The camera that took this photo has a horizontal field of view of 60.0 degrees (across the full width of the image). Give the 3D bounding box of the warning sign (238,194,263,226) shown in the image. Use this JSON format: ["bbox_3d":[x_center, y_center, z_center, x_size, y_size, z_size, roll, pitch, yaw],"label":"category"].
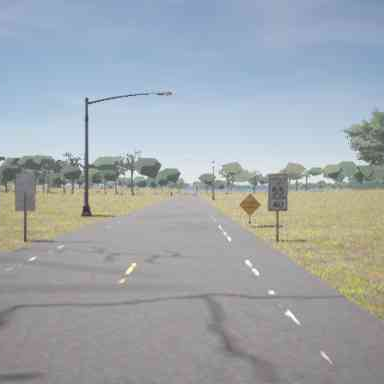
[{"bbox_3d":[3.570,1.075,20.462,1.300,1.860,1.060,1,1,0],"label":"warning sign"}]
